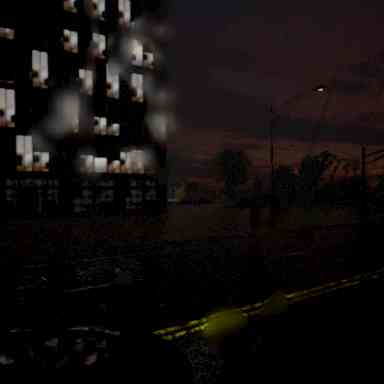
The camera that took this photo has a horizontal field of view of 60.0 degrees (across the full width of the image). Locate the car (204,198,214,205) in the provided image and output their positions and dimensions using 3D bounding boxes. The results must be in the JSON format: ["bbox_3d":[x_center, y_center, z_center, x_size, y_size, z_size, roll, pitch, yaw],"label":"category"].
[{"bbox_3d":[2.250,1.723,61.107,1.994,1.385,4.181,-1,0,-33],"label":"car"}]

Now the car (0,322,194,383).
[{"bbox_3d":[-2.081,1.524,1.953,4.674,1.442,1.812,0,0,-35],"label":"car"}]

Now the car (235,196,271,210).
[{"bbox_3d":[8.081,1.663,46.081,1.882,1.535,5.008,-1,0,-33],"label":"car"}]

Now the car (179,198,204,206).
[{"bbox_3d":[-0.405,1.802,59.216,1.895,1.301,4.718,-1,0,-33],"label":"car"}]

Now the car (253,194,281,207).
[{"bbox_3d":[10.862,1.365,47.759,2.150,2.045,5.566,-1,0,-33],"label":"car"}]
